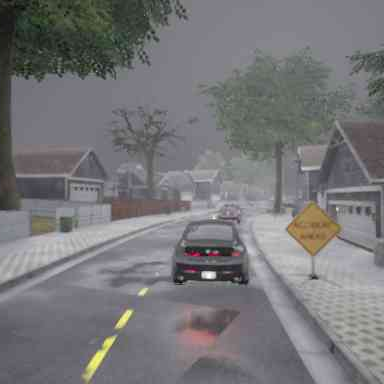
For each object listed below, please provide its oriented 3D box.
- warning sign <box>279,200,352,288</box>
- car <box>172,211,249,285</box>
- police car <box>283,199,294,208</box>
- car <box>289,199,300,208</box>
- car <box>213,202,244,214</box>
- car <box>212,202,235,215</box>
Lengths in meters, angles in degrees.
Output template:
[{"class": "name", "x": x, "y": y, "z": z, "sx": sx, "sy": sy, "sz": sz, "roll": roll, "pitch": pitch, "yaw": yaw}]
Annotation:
[{"class": "warning sign", "x": 2.790, "y": 1.133, "z": 7.689, "sx": 1.300, "sy": 1.860, "sz": 1.060, "roll": -1, "pitch": -1, "yaw": 4}, {"class": "car", "x": 0.575, "y": 1.534, "z": 9.580, "sx": 1.837, "sy": 1.490, "sz": 4.892, "roll": 0, "pitch": 0, "yaw": 5}, {"class": "police car", "x": 21.433, "y": 2.705, "z": 73.508, "sx": 1.930, "sy": 1.638, "sz": 5.238, "roll": 0, "pitch": -2, "yaw": 25}, {"class": "car", "x": 25.531, "y": 2.821, "z": 82.603, "sx": 2.150, "sy": 2.045, "sz": 5.566, "roll": 0, "pitch": -2, "yaw": 24}, {"class": "car", "x": 3.335, "y": 1.776, "z": 28.150, "sx": 2.033, "sy": 1.411, "sz": 5.357, "roll": 0, "pitch": -1, "yaw": 12}, {"class": "car", "x": 4.041, "y": 1.998, "z": 41.975, "sx": 1.812, "sy": 1.442, "sz": 4.674, "roll": 0, "pitch": -1, "yaw": 18}]
